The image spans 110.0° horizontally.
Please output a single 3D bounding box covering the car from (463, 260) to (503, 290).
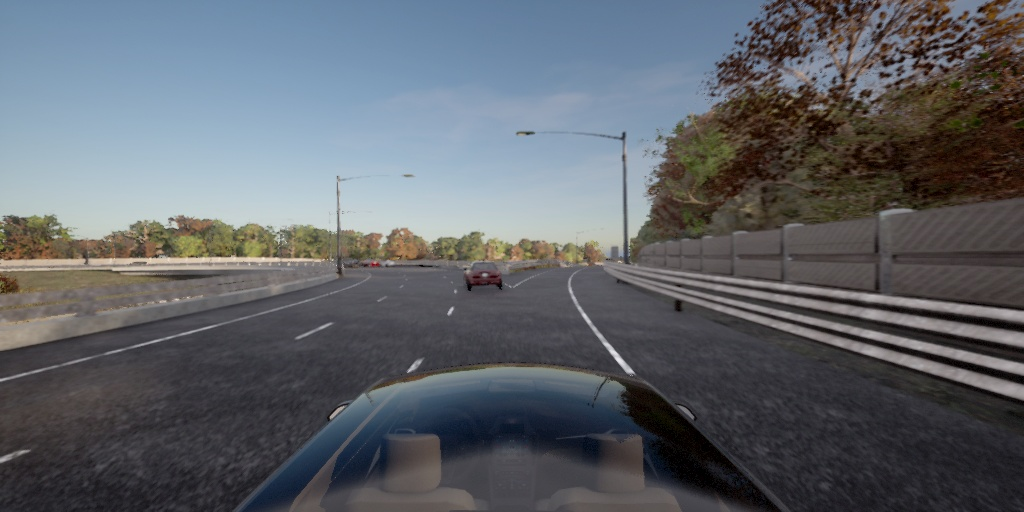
[{"bbox_3d":[-1.938,1.102,22.694,2.097,1.767,4.553,-1,0,-11],"label":"car"}]
